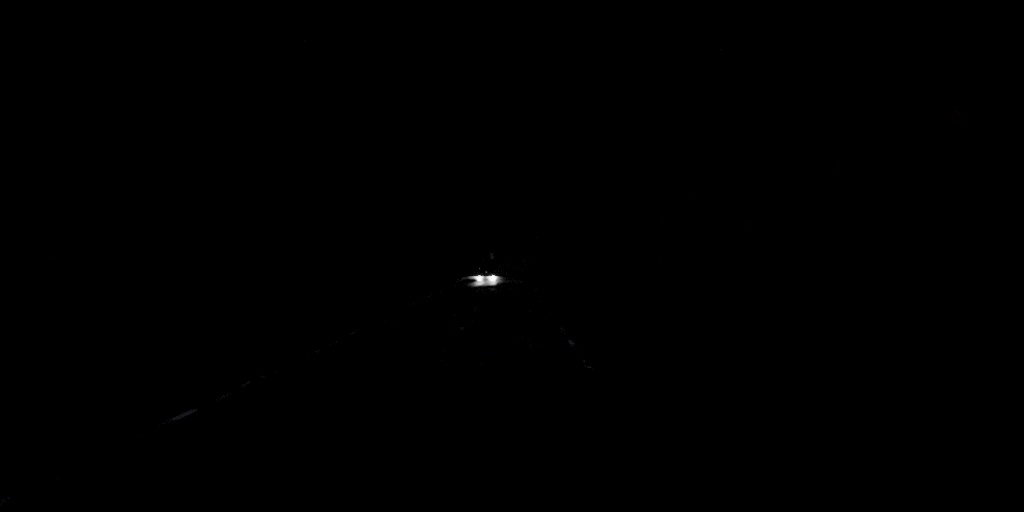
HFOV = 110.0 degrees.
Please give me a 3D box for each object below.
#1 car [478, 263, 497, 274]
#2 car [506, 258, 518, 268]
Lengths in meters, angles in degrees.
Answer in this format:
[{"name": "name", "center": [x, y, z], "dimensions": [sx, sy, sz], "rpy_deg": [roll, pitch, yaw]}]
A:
[{"name": "car", "center": [-2.769, 1.443, 40.807], "dimensions": [1.895, 1.301, 4.718], "rpy_deg": [0, 0, 0]}, {"name": "car", "center": [-0.029, 1.341, 60.980], "dimensions": [2.033, 1.411, 5.357], "rpy_deg": [0, 0, 0]}]
